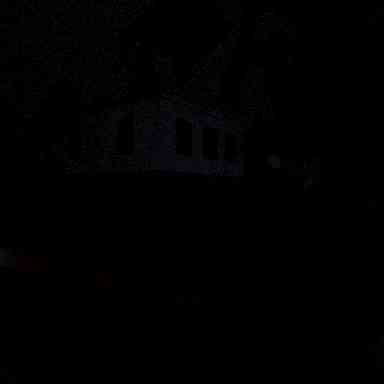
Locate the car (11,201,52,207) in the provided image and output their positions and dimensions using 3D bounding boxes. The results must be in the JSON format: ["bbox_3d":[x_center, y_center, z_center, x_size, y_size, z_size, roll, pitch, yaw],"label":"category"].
[{"bbox_3d":[-14.643,1.528,29.155,2.033,1.411,5.357,0,0,29],"label":"car"}]
